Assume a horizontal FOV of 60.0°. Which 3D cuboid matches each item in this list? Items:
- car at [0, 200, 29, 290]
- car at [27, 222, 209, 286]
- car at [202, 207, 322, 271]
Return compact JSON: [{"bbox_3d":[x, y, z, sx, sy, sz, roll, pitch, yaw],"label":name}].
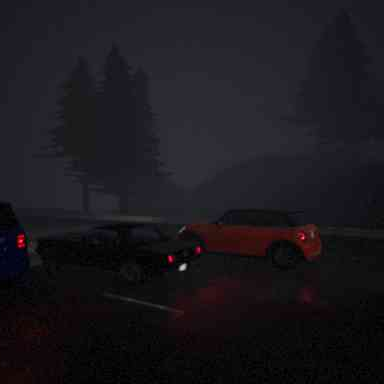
[{"bbox_3d":[-6.038,1.148,7.371,5.566,2.045,2.150,0,0,29],"label":"car"},{"bbox_3d":[-2.138,1.519,9.159,4.718,1.301,1.895,0,1,30],"label":"car"},{"bbox_3d":[1.699,1.262,10.821,4.553,1.767,2.097,0,1,32],"label":"car"}]
